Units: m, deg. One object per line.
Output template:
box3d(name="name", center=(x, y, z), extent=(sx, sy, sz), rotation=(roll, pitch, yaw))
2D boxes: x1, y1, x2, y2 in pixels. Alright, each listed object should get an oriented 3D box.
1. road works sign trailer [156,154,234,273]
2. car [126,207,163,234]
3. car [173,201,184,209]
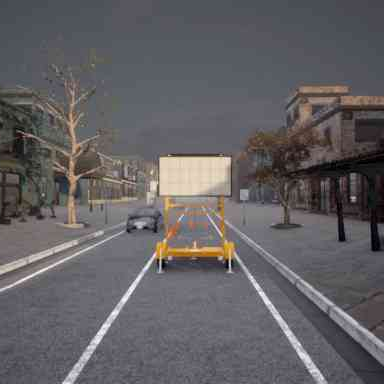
box3d(name="road works sign trailer", center=(0.104, 0.552, 10.933), extent=(2.380, 3.560, 2.880), rotation=(0, -1, 1))
box3d(name="car", center=(-2.896, 1.732, 21.076), extent=(2.128, 1.511, 4.902), rotation=(0, -1, 1))
box3d(name="car", center=(-2.417, 2.286, 59.693), extent=(2.128, 1.511, 4.902), rotation=(0, -1, 1))
